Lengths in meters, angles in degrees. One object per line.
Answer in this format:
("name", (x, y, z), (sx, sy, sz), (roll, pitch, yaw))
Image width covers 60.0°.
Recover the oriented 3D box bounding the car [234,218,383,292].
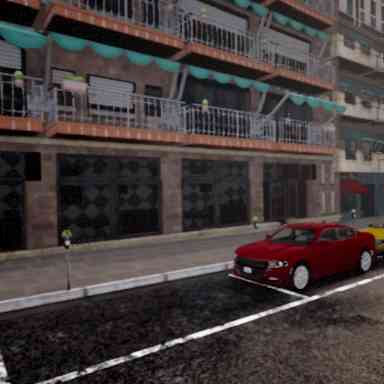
("car", (3.079, 1.484, 8.768), (4.507, 1.381, 1.887), (-1, -1, -35))
